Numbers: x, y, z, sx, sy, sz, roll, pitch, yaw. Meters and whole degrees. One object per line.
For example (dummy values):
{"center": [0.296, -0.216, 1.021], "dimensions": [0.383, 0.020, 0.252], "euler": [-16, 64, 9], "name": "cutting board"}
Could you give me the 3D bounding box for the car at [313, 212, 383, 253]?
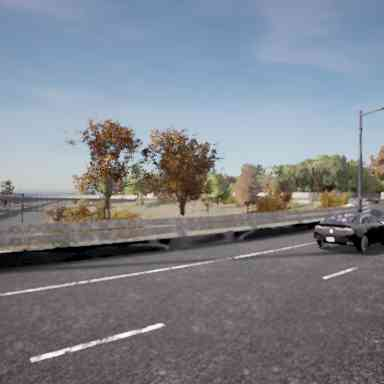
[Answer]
{"center": [7.112, 1.646, 14.581], "dimensions": [4.902, 1.511, 2.128], "euler": [1, 0, -44], "name": "car"}
